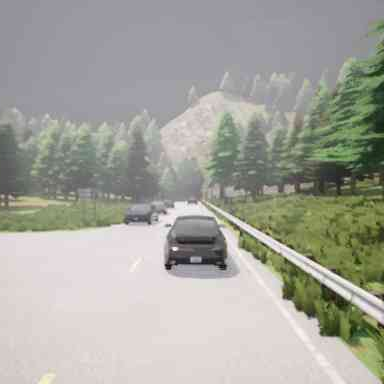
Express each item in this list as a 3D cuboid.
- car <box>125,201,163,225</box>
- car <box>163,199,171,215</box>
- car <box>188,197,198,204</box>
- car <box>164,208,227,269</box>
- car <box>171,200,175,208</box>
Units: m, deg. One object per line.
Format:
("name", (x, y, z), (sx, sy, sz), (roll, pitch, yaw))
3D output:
("car", (-3.708, 1.571, 25.190), (1.882, 1.535, 5.008), (0, 0, 3))
("car", (-3.590, 1.656, 35.434), (1.812, 1.442, 4.674), (0, 0, 0))
("car", (0.100, 1.774, 67.658), (1.812, 1.442, 4.674), (0, 0, 0))
("car", (0.111, 1.527, 11.260), (1.837, 1.490, 4.892), (1, 0, 0))
("car", (-3.588, 1.743, 48.667), (1.994, 1.385, 4.181), (0, 0, 0))
